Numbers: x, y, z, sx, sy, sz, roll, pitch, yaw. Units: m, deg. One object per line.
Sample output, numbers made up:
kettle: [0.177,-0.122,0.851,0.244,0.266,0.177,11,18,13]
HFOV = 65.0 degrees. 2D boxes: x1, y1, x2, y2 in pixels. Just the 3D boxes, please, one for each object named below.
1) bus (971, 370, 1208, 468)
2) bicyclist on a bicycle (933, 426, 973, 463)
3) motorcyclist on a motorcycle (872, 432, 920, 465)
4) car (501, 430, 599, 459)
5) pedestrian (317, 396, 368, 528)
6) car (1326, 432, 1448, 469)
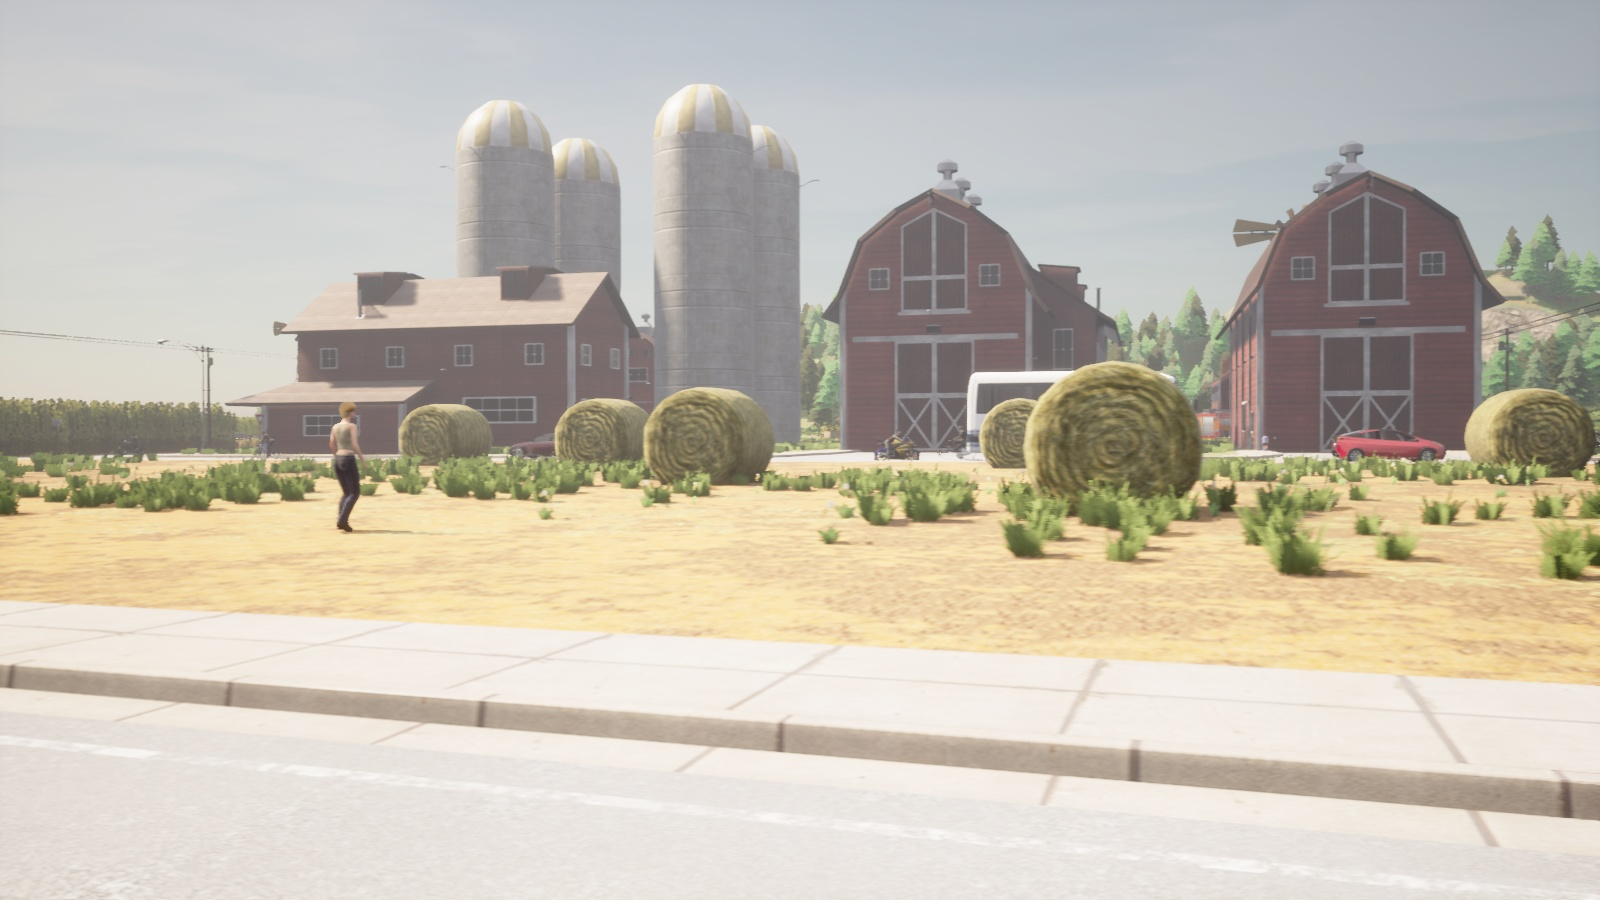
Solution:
bus: [13.277,-1.419,57.886,10.273,4.253,3.944,0,1,15]
bicyclist on a bicycle: [7.692,-0.295,62.995,1.843,1.776,0.659,2,2,15]
motorcyclist on a motorcycle: [4.603,-0.088,60.190,2.191,1.530,0.866,1,1,15]
car: [-13.654,-0.316,68.627,4.792,1.488,2.163,0,1,15]
pedestrian: [-6.475,0.163,17.784,0.345,1.836,0.594,1,1,30]
car: [25.503,-0.002,54.681,4.514,1.525,2.007,0,1,15]
